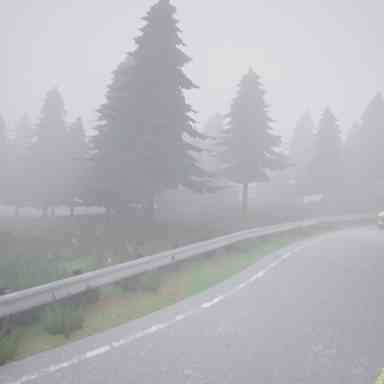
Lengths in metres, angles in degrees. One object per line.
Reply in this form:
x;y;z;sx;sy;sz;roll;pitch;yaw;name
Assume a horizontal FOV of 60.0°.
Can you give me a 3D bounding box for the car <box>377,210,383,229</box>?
12.191;1.165;18.412;4.553;1.767;2.097;0;0;-37;car
